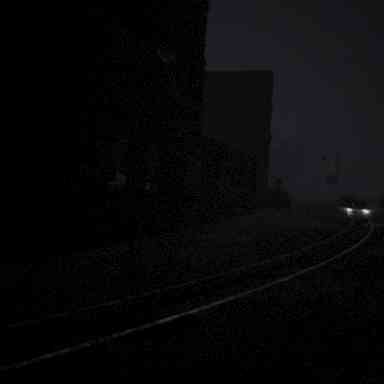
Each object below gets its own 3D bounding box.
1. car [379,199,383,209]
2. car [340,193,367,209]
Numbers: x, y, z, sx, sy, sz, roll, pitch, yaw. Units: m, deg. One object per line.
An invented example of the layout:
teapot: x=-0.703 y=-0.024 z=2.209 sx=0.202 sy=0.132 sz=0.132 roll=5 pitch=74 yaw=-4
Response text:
car: x=21.368 y=1.151 z=35.173 sx=2.128 sy=1.511 sz=4.902 roll=3 pitch=2 yaw=13
car: x=18.233 y=0.940 z=37.620 sx=1.882 sy=1.535 sz=5.008 roll=3 pitch=1 yaw=12
